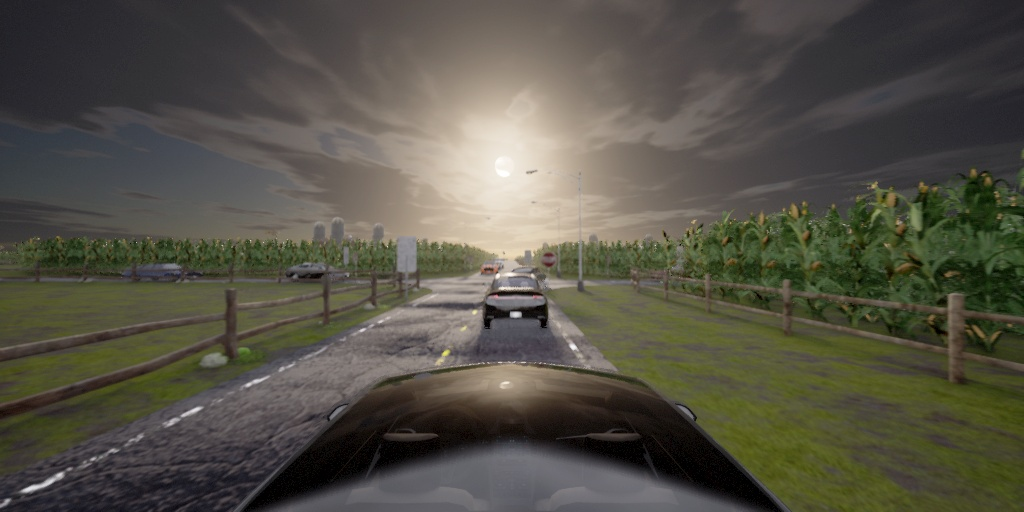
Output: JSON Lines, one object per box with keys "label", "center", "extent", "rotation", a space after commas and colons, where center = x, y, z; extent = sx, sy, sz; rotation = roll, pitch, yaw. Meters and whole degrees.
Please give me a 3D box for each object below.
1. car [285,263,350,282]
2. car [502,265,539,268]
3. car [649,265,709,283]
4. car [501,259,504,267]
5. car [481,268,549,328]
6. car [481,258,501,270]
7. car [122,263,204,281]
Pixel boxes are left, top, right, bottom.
{"label": "car", "center": [-15.702, 1.314, 29.103], "extent": [4.902, 1.511, 2.128], "rotation": [0, -1, 2]}
{"label": "car", "center": [1.095, 1.392, 23.159], "extent": [1.837, 1.490, 4.892], "rotation": [-1, 0, 15]}
{"label": "car", "center": [14.754, 1.536, 31.790], "extent": [5.008, 1.535, 1.882], "rotation": [0, -1, 1]}
{"label": "car", "center": [-2.798, 1.645, 59.847], "extent": [2.033, 1.411, 5.357], "rotation": [0, 0, 1]}
{"label": "car", "center": [0.100, 1.307, 11.642], "extent": [2.128, 1.511, 4.902], "rotation": [0, 0, 0]}
{"label": "car", "center": [-2.839, 1.373, 46.236], "extent": [2.097, 1.767, 4.553], "rotation": [0, 0, 0]}
{"label": "car", "center": [-28.432, 1.303, 29.271], "extent": [5.357, 1.411, 2.033], "rotation": [0, -1, 1]}
